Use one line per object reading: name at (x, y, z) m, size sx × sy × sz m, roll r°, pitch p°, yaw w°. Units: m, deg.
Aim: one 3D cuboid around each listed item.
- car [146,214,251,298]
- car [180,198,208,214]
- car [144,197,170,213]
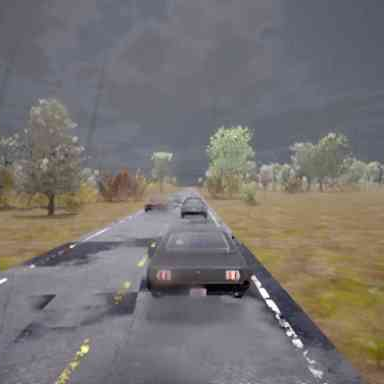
car at (0.116, 1.463, 8.108) m, size 1.895 × 1.301 × 4.718 m, roll 0°, pitch 1°, yaw 0°
car at (0.153, 1.133, 25.315) m, size 1.994 × 1.385 × 4.181 m, roll 0°, pitch 1°, yaw 0°
car at (-3.038, 1.101, 29.312) m, size 1.895 × 1.301 × 4.718 m, roll 0°, pitch 1°, yaw 0°
